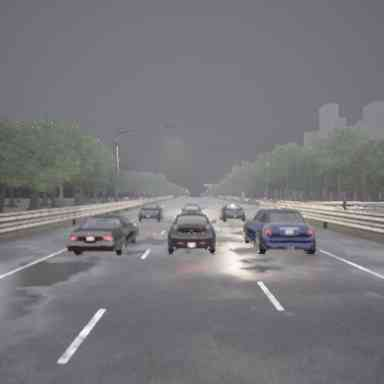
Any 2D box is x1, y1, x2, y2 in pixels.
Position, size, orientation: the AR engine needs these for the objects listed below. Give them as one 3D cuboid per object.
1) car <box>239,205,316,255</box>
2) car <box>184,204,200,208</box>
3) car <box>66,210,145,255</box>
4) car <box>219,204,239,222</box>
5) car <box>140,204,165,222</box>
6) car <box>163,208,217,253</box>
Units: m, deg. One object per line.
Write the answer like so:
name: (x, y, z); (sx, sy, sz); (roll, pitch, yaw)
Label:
car: (3.496, 1.488, 14.063); (2.097, 1.767, 4.553); (0, -1, 0)
car: (-0.009, 1.805, 29.356); (1.812, 1.442, 4.674); (0, 0, 0)
car: (-3.506, 1.684, 13.976); (2.033, 1.411, 5.357); (0, -1, 0)
car: (3.490, 1.771, 29.282); (2.128, 1.511, 4.902); (0, 0, 0)
car: (-3.510, 1.771, 29.281); (2.128, 1.511, 4.902); (0, 0, 0)
car: (-0.003, 1.648, 14.269); (1.837, 1.490, 4.892); (0, 0, 0)
